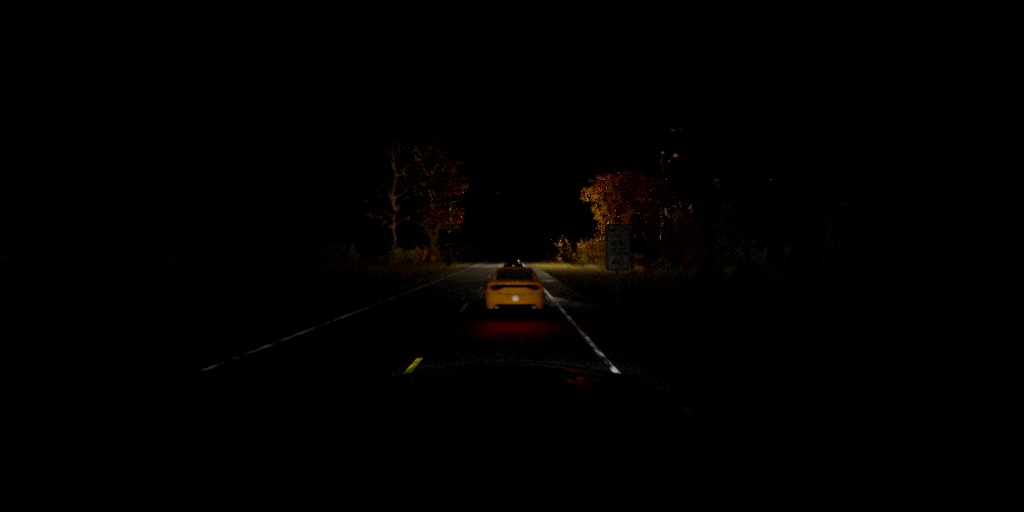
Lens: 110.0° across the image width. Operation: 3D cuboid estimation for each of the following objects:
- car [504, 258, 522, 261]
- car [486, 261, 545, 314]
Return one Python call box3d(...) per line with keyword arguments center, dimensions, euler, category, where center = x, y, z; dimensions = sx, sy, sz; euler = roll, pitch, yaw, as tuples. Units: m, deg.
box3d(center=(0.113, 0.898, 38.914), dimensions=(1.994, 1.385, 4.181), euler=(0, 1, 0), category="car")
box3d(center=(0.103, 1.103, 13.229), dimensions=(1.882, 1.535, 5.008), euler=(0, 1, 0), category="car")
